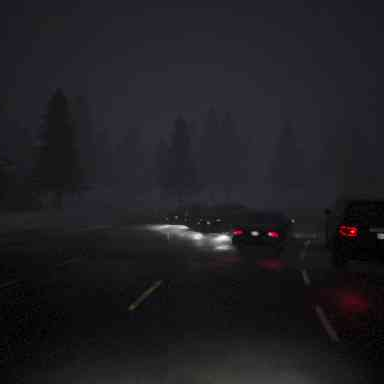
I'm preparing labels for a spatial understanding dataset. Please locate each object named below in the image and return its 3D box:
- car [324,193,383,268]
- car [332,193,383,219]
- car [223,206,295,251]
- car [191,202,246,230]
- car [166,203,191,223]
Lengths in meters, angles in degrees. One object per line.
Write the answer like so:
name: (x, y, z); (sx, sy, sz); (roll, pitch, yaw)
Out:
car: (5.668, 1.190, 10.875); (2.150, 2.045, 5.566); (0, 0, 19)
car: (14.880, 1.136, 29.410); (5.566, 2.045, 2.150); (0, 0, -39)
car: (3.145, 1.490, 13.916); (2.033, 1.411, 5.357); (0, 0, 22)
car: (2.108, 1.413, 19.913); (1.837, 1.490, 4.892); (0, 0, 31)
car: (0.054, 1.446, 23.158); (1.994, 1.385, 4.181); (0, 0, 33)
